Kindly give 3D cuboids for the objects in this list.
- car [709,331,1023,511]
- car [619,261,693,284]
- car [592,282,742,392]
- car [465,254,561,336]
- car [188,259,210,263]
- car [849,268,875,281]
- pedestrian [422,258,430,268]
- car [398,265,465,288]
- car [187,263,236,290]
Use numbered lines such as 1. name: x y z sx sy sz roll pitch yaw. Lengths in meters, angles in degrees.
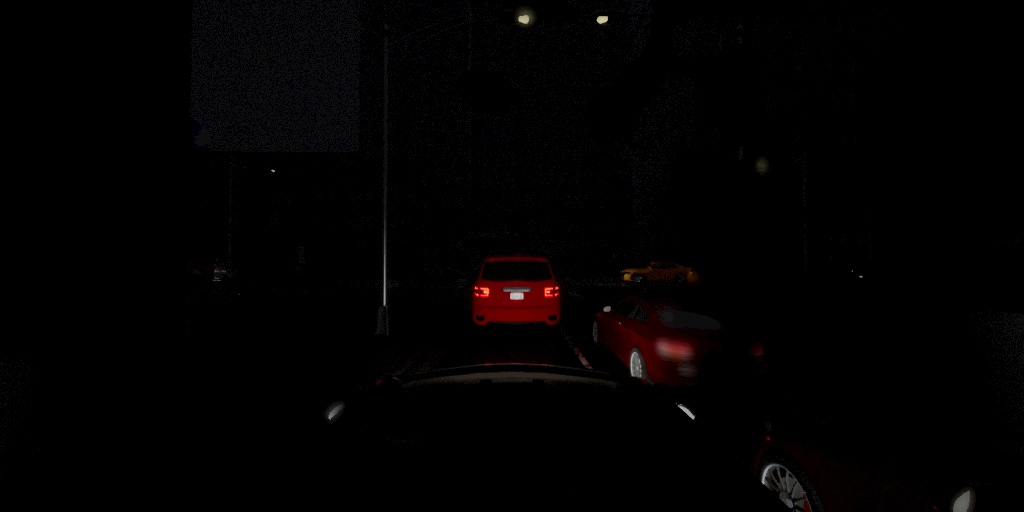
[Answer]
1. car: 2.640 1.332 1.021 1.802 1.307 4.207 0 0 0
2. car: 10.194 1.156 25.567 5.008 1.535 1.882 0 -1 0
3. car: 2.631 1.333 6.460 1.802 1.307 4.207 0 0 0
4. car: 0.083 0.973 10.542 2.150 2.045 5.566 0 0 0
5. car: -24.536 1.290 25.680 5.566 2.045 2.150 -1 -1 0
6. car: 27.032 1.141 25.523 4.718 1.301 1.895 0 -1 0
7. pedestrian: -6.866 1.039 28.527 0.375 1.860 0.375 0 0 0
8. car: -4.589 1.363 22.653 4.718 1.301 1.895 -1 -1 0
9. car: -20.354 1.429 22.697 5.008 1.535 1.882 -1 -1 0
